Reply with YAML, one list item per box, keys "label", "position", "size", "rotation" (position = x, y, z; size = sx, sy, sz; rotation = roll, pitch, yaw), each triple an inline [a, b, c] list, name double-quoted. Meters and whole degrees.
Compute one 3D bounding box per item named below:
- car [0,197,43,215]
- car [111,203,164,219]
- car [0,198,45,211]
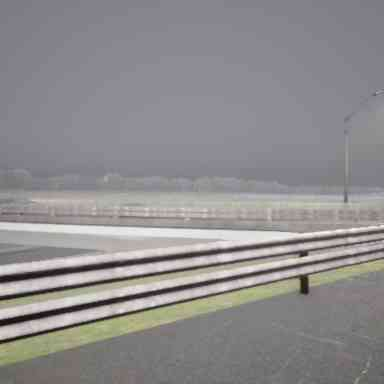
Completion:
- label: "car"
  position: [-16.326, 1.286, 30.532]
  size: [4.553, 1.767, 2.097]
  rotation: [0, 0, 20]
- label: "car"
  position: [-4.396, 1.580, 26.760]
  size: [4.181, 1.385, 1.994]
  rotation: [0, 0, 15]
- label: "car"
  position: [-20.393, 1.496, 40.035]
  size: [5.357, 1.411, 2.033]
  rotation: [0, 0, 25]
